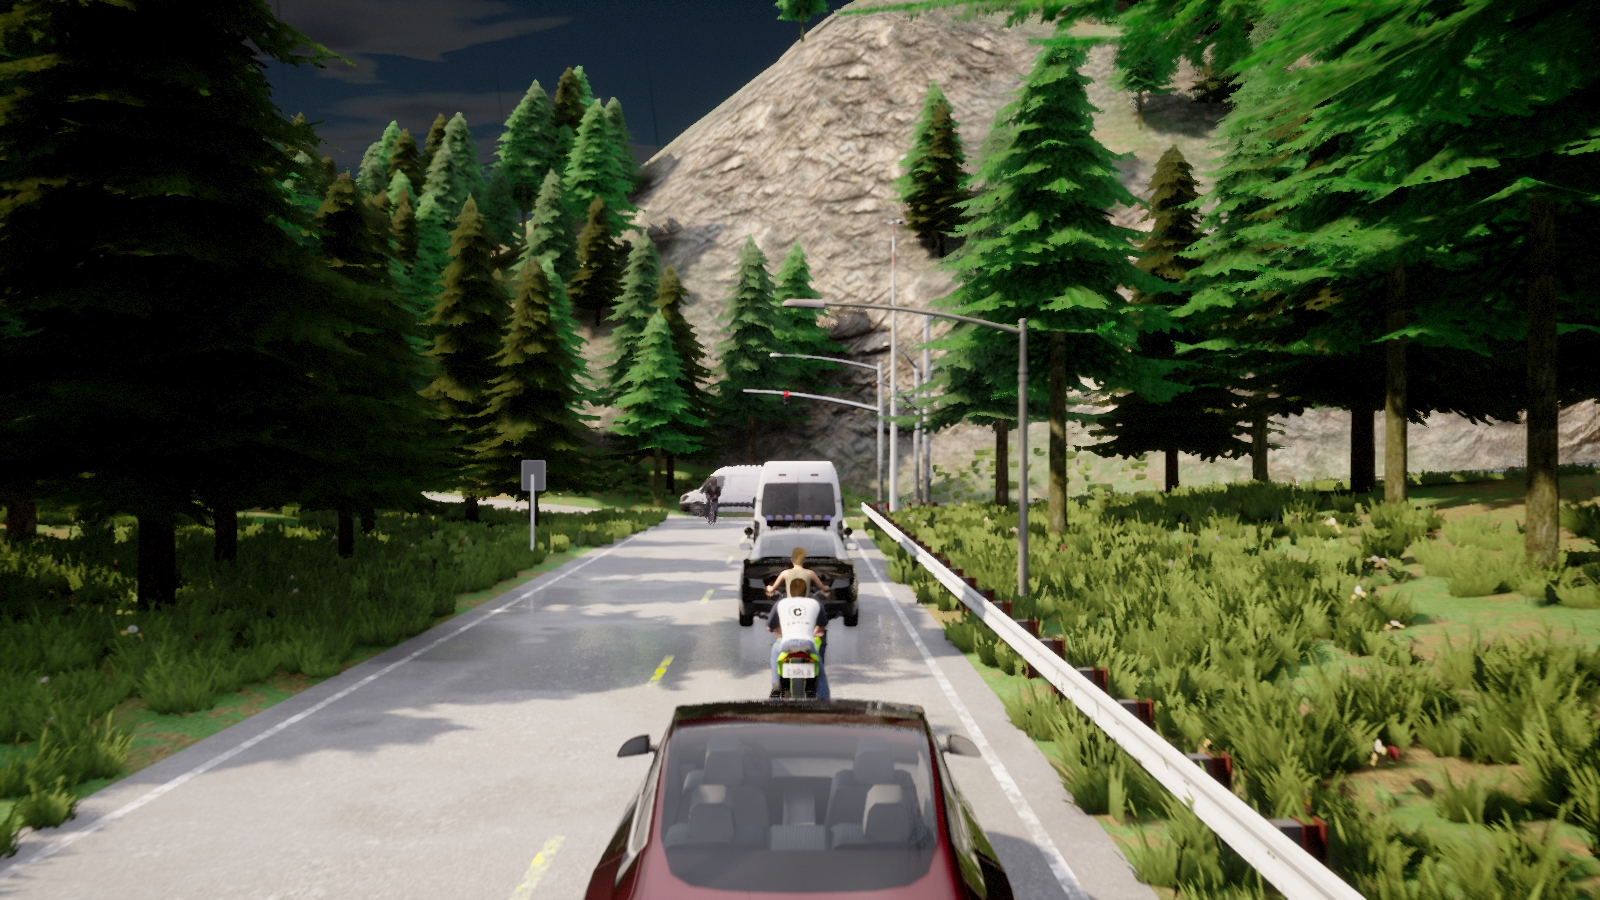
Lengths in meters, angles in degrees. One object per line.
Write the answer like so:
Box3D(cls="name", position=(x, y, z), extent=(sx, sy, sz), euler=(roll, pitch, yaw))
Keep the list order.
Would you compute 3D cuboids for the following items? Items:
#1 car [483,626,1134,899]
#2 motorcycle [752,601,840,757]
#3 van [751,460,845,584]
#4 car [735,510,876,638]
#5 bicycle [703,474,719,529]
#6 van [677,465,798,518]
Box3D(cls="car", position=(0.025, 2.063, 6.191), extent=(2.163, 1.488, 4.792), euler=(0, 0, 0))
Box3D(cls="motorcycle", position=(-0.037, 2.213, 11.398), extent=(0.803, 1.145, 2.033), euler=(0, 0, 0))
Box3D(cls="van", position=(-0.047, 1.534, 27.030), extent=(1.988, 2.561, 5.915), euler=(0, 0, 0))
Box3D(cls="car", position=(0.084, 1.982, 19.612), extent=(2.097, 1.638, 5.238), euler=(0, 0, 0))
Box3D(cls="bicycle", position=(-3.207, 1.837, 41.284), extent=(0.329, 1.919, 1.835), euler=(2, 0, 2))
Box3D(cls="van", position=(-3.090, 2.099, 57.110), extent=(5.915, 2.561, 1.988), euler=(0, -3, -2))
